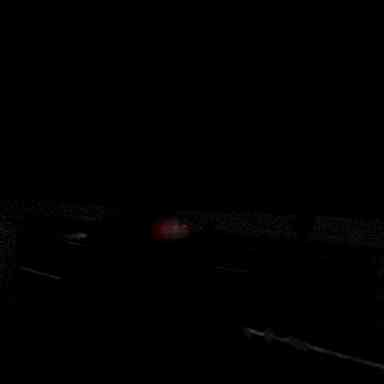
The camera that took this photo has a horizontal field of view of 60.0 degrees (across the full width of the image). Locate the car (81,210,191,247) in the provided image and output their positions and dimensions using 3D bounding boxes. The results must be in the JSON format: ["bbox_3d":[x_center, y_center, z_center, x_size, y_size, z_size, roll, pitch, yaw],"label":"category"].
[{"bbox_3d":[-2.603,1.485,14.632,5.357,1.411,2.033,0,0,37],"label":"car"}]
